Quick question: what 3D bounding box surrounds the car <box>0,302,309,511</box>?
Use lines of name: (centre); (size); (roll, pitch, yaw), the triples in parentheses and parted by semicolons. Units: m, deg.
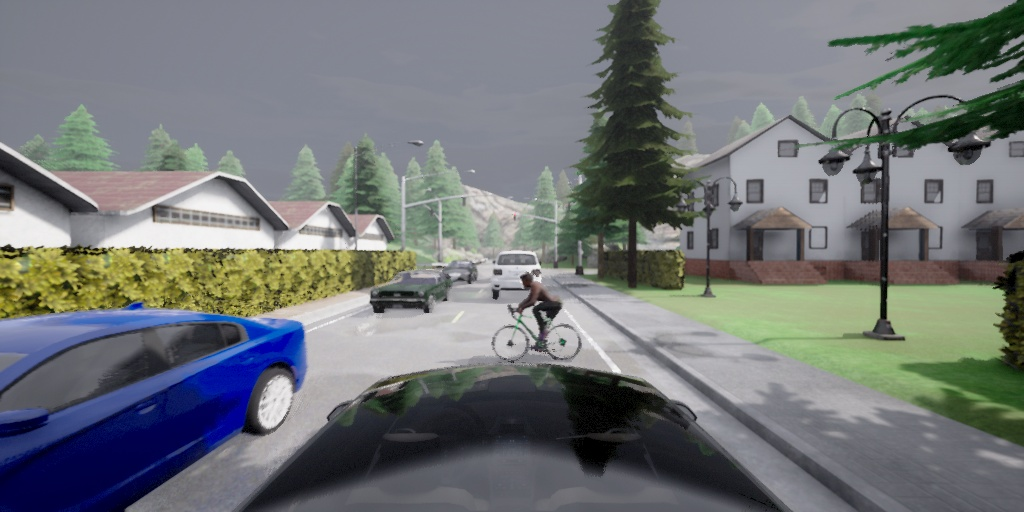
car: (-3.605, 1.216, 2.605); (1.882, 1.535, 5.008); (0, 0, 1)

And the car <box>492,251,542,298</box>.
car: (0.232, 0.798, 17.107); (2.150, 2.045, 5.566); (0, 1, 1)

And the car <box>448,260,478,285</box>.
car: (-3.314, 0.997, 23.440); (2.128, 1.511, 4.902); (0, 1, 1)

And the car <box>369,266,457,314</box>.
car: (-3.489, 1.220, 13.189); (1.895, 1.301, 4.718); (0, 1, 1)

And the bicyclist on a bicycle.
bicyclist on a bicycle: (0.445, 1.138, 6.587); (1.656, 1.620, 0.582); (-1, 1, 0)
